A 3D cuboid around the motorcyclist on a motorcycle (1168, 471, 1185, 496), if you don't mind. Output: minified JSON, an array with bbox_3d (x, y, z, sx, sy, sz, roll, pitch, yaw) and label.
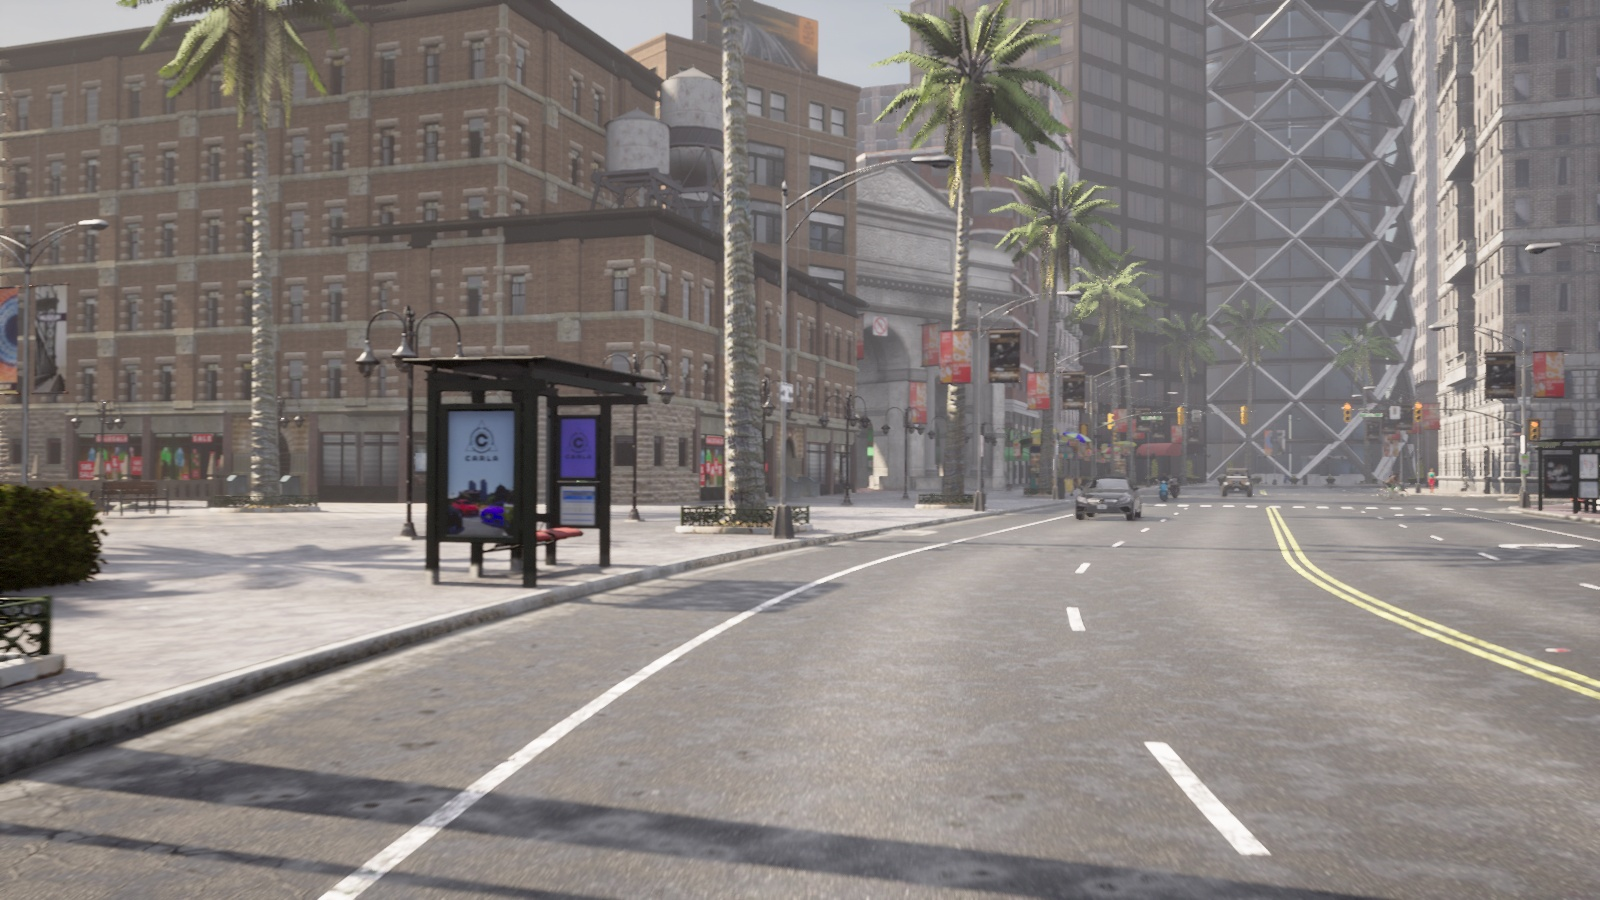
[{"bbox_3d":[23.106,2.060,77.070,0.866,1.530,2.191,-1,-1,20],"label":"motorcyclist on a motorcycle"}]

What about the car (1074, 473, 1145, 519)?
[{"bbox_3d":[10.430,1.510,42.118,1.812,1.442,4.674,-1,-1,20],"label":"car"}]

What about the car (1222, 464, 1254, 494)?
[{"bbox_3d":[28.921,1.898,82.845,1.905,1.878,3.866,-1,-1,20],"label":"car"}]

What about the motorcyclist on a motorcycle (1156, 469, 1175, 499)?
[{"bbox_3d":[19.626,1.830,67.477,0.866,1.590,1.817,-1,-1,20],"label":"motorcyclist on a motorcycle"}]
